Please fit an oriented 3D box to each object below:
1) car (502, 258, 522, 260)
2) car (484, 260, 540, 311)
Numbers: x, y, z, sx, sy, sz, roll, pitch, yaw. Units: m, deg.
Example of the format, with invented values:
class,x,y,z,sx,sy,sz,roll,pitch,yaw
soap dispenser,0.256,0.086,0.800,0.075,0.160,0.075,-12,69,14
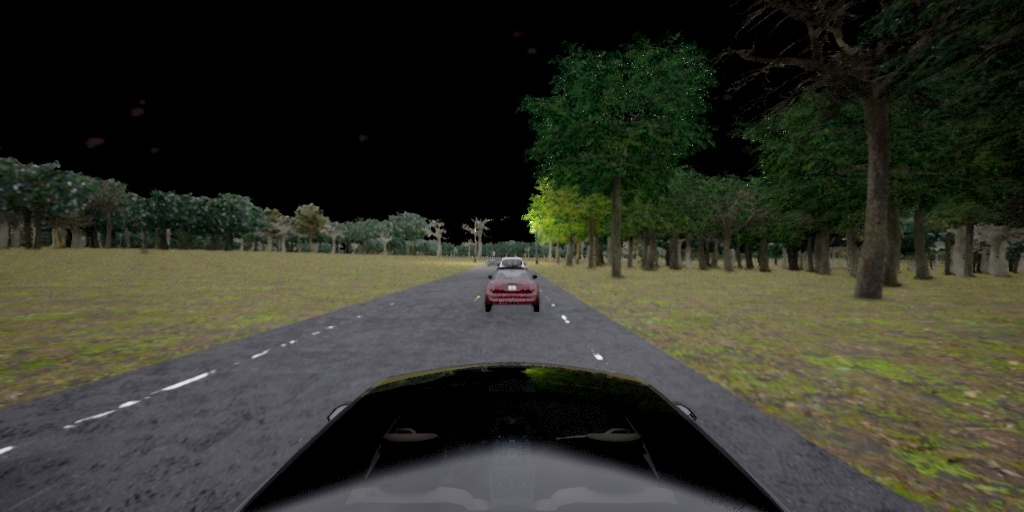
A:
class,x,y,z,sx,sy,sz,roll,pitch,yaw
car,0.015,1.139,29.414,2.150,2.045,5.566,0,0,0
car,0.023,1.204,15.248,2.097,1.767,4.553,0,0,0
